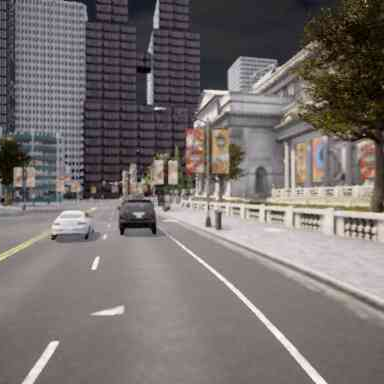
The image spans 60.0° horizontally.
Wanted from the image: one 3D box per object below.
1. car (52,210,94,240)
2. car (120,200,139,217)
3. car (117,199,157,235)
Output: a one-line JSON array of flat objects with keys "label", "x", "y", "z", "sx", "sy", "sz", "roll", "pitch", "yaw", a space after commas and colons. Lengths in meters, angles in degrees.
[{"label": "car", "x": -6.562, "y": 1.757, "z": 18.611, "sx": 1.812, "sy": 1.442, "sz": 4.674, "roll": 0, "pitch": -1, "yaw": -12}, {"label": "car", "x": -7.237, "y": 1.795, "z": 38.208, "sx": 2.097, "sy": 1.767, "sz": 4.553, "roll": 0, "pitch": -1, "yaw": -12}, {"label": "car", "x": -3.494, "y": 1.466, "z": 21.037, "sx": 2.150, "sy": 2.045, "sz": 5.566, "roll": 0, "pitch": 0, "yaw": -12}]
